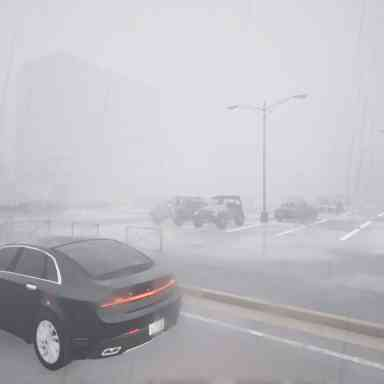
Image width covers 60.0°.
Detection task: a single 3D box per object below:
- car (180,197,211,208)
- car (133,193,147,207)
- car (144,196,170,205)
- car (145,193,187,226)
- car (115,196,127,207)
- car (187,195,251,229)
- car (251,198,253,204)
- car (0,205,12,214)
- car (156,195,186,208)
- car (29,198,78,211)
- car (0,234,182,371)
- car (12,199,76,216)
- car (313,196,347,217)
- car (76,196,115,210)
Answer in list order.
[{"bbox_3d":[0.544,1.491,48.602,2.128,1.511,4.902,0,0,34],"label":"car"},{"bbox_3d":[-6.584,1.221,50.860,2.150,2.045,5.566,0,0,34],"label":"car"},{"bbox_3d":[-6.028,1.526,57.920,1.812,1.442,4.674,0,0,35],"label":"car"},{"bbox_3d":[-0.632,1.153,21.882,1.932,1.855,4.605,0,0,34],"label":"car"},{"bbox_3d":[-11.807,1.352,49.410,2.097,1.767,4.553,0,0,34],"label":"car"},{"bbox_3d":[1.732,1.156,20.212,1.905,1.878,3.866,0,0,34],"label":"car"},{"bbox_3d":[9.870,1.505,62.456,1.837,1.490,4.892,0,0,34],"label":"car"},{"bbox_3d":[-17.472,1.601,34.738,1.895,1.301,4.718,0,0,34],"label":"car"},{"bbox_3d":[-3.100,1.352,49.457,2.097,1.767,4.553,0,0,34],"label":"car"},{"bbox_3d":[-17.144,1.547,41.492,2.033,1.411,5.357,0,0,34],"label":"car"},{"bbox_3d":[-2.429,1.505,5.733,4.892,1.490,1.837,0,0,36],"label":"car"},{"bbox_3d":[-14.419,1.491,32.632,2.128,1.511,4.902,0,0,34],"label":"car"},{"bbox_3d":[13.779,1.395,33.146,1.970,1.475,3.806,0,0,34],"label":"car"},{"bbox_3d":[-12.470,1.526,42.149,1.812,1.442,4.674,0,0,34],"label":"car"}]
